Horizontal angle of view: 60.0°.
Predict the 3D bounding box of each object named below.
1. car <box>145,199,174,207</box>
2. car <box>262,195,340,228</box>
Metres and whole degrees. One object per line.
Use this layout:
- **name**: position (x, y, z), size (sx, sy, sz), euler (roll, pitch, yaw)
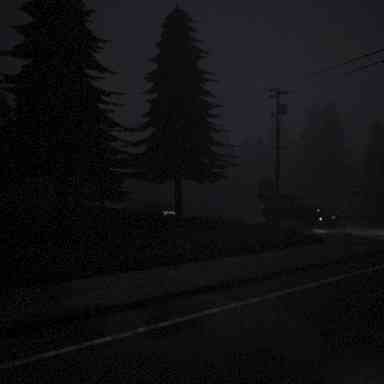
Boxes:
- **car**: position (-3.952, 1.554, 39.948), size (2.033, 1.411, 5.357), euler (0, 0, -34)
- **car**: position (7.313, 1.219, 22.972), size (2.150, 2.045, 5.566), euler (0, 0, -32)
